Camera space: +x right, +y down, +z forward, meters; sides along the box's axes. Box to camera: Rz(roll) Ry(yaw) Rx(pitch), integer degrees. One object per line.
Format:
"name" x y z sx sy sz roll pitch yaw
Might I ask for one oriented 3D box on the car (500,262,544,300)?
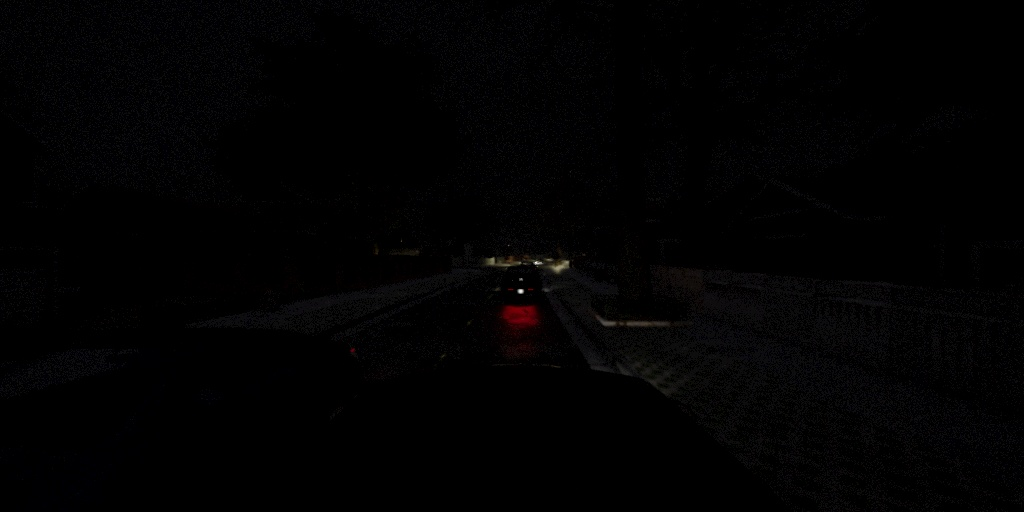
"car" 0.462 1.224 17.425 1.837 1.490 4.892 0 0 2

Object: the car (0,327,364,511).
"car" -2.812 1.309 2.720 1.994 1.385 4.181 0 0 0

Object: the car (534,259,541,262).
"car" 1.418 1.234 33.483 1.994 1.385 4.181 0 0 5
